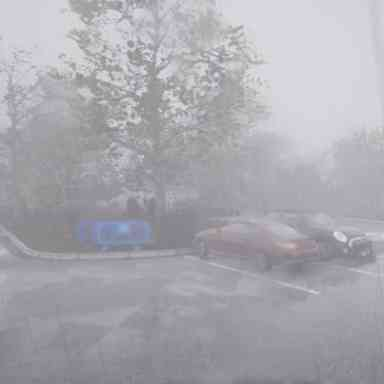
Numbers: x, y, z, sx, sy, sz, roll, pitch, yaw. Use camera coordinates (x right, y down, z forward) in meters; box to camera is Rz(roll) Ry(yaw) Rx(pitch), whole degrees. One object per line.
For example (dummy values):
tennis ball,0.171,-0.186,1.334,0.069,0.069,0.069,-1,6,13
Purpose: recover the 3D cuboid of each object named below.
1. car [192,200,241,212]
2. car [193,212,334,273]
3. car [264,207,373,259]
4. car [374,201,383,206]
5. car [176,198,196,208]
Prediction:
car,2.399,1.669,30.880,1.895,1.301,4.718,-2,2,-35
car,1.941,1.615,11.159,2.002,1.452,4.674,1,-1,-35
car,4.498,1.491,13.037,2.185,1.767,4.553,1,-1,-35
car,32.835,1.761,55.136,2.097,1.767,4.553,-2,3,-35
car,-0.624,1.402,40.541,1.994,1.385,4.181,-2,2,-35
